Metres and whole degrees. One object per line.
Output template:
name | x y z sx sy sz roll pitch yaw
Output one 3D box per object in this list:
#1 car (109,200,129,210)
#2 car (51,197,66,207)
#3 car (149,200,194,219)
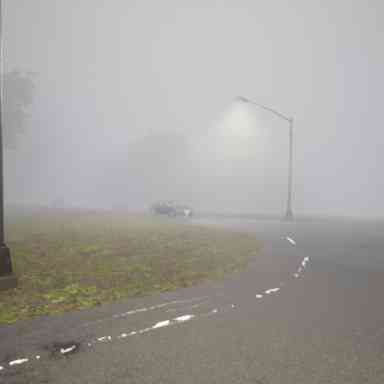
car | -11.893 2.038 54.143 1.882 1.535 5.008 4 -3 -35
car | -24.435 1.715 61.002 2.097 1.767 4.553 3 -3 -29
car | -1.750 1.417 27.451 2.128 1.511 4.902 4 -3 -35
